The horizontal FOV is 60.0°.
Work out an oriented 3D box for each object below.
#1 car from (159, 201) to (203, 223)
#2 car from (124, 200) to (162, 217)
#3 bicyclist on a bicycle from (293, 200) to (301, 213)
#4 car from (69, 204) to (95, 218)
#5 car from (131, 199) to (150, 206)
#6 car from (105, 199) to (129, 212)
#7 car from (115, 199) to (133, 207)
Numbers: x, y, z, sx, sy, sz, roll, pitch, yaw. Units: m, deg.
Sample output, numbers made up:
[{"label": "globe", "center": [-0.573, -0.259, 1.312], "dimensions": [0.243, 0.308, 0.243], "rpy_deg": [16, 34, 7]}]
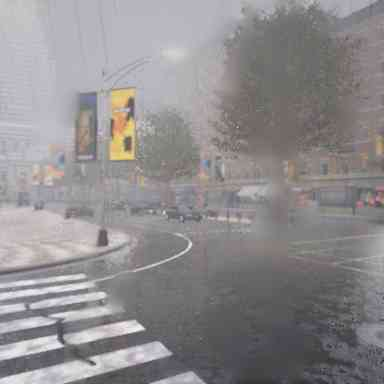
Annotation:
[{"label": "car", "center": [-0.857, 1.877, 29.862], "dimensions": [1.837, 1.490, 4.892], "rpy_deg": [1, -1, -30]}, {"label": "car", "center": [-5.671, 1.949, 38.040], "dimensions": [2.128, 1.511, 4.902], "rpy_deg": [1, -1, -30]}, {"label": "bicyclist on a bicycle", "center": [13.707, 1.899, 43.526], "dimensions": [1.656, 1.620, 0.582], "rpy_deg": [0, -1, -30]}, {"label": "car", "center": [-11.772, 1.995, 35.294], "dimensions": [1.895, 1.301, 4.718], "rpy_deg": [1, -1, -31]}, {"label": "car", "center": [-10.857, 2.207, 69.716], "dimensions": [2.033, 1.411, 5.357], "rpy_deg": [1, -1, -30]}, {"label": "car", "center": [-10.852, 1.900, 46.866], "dimensions": [2.097, 1.767, 4.553], "rpy_deg": [1, -1, -30]}, {"label": "car", "center": [-13.873, 2.173, 67.941], "dimensions": [2.128, 1.511, 4.902], "rpy_deg": [1, -1, -30]}]
